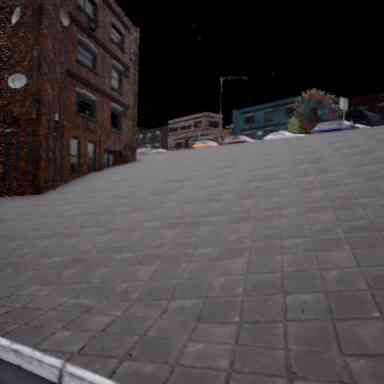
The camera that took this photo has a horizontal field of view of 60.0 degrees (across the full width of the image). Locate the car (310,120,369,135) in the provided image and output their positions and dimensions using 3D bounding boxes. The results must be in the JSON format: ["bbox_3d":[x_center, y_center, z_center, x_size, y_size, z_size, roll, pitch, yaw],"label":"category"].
[{"bbox_3d":[11.824,-4.894,26.491,2.185,1.767,4.553,0,2,-36],"label":"car"}]

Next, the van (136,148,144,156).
[{"bbox_3d":[-7.843,-5.955,53.101,1.878,1.987,4.442,0,1,-36],"label":"van"}]

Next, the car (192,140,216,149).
[{"bbox_3d":[1.908,-5.394,39.908,2.185,1.767,4.553,0,1,-36],"label":"car"}]

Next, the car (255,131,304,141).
[{"bbox_3d":[8.557,-4.894,30.911,2.002,1.452,4.674,0,2,-36],"label":"car"}]

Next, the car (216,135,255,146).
[{"bbox_3d":[5.188,-5.231,35.470,2.185,1.767,4.553,0,1,-36],"label":"car"}]

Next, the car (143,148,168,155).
[{"bbox_3d":[-4.641,-5.581,48.766,2.231,1.521,4.892,0,1,-36],"label":"car"}]
